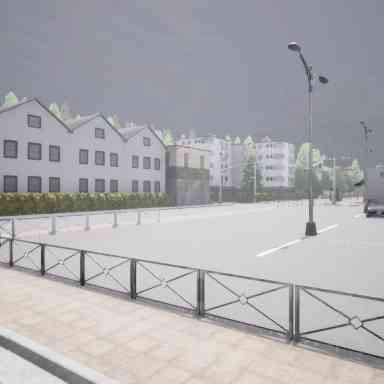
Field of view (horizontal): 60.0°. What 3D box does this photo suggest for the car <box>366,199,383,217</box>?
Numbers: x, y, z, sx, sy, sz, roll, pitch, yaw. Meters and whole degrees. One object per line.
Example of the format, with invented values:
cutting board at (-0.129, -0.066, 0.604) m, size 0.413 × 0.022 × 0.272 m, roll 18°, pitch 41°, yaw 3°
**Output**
car at (15.349, 1.298, 26.857) m, size 2.007 × 1.523 × 4.514 m, roll 0°, pitch 0°, yaw 35°
